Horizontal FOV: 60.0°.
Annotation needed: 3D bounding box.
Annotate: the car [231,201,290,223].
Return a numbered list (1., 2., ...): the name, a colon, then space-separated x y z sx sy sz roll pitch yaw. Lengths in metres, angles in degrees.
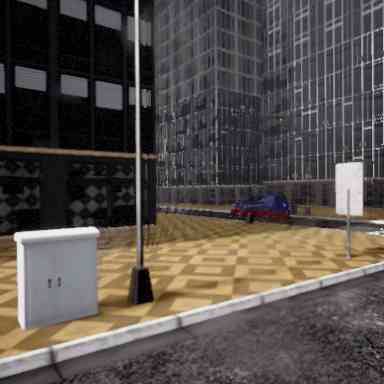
1. car: 5.268 1.641 26.201 1.895 1.301 4.718 -1 0 -35

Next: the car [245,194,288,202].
1. car: 6.288 1.227 30.365 2.150 2.045 5.566 -1 0 -36
